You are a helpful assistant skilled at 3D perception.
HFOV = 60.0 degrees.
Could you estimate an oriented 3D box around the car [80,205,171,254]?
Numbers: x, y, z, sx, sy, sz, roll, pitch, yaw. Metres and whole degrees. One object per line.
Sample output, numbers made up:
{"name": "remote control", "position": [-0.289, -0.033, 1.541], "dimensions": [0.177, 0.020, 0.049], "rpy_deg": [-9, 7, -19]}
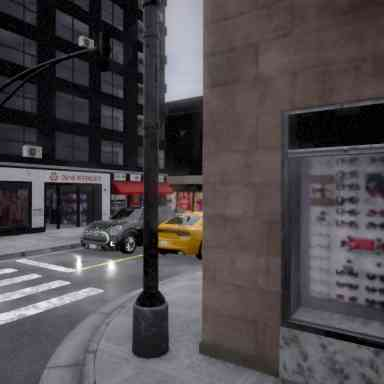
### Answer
{"name": "car", "position": [-2.323, 1.365, 13.798], "dimensions": [2.097, 1.767, 4.553], "rpy_deg": [0, 0, 33]}

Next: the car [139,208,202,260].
{"name": "car", "position": [0.463, 1.500, 12.849], "dimensions": [1.882, 1.535, 5.008], "rpy_deg": [0, 0, 33]}
